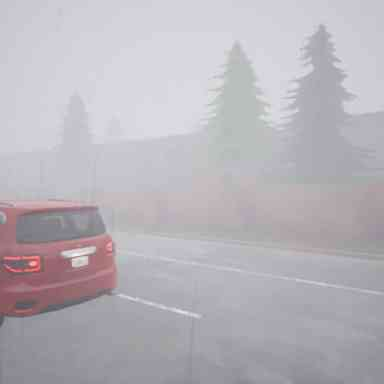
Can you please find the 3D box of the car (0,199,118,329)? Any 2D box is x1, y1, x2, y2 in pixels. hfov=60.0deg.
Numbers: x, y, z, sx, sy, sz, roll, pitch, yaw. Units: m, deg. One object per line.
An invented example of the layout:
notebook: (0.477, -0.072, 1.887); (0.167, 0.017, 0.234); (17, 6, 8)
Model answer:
car: (-3.950, 1.168, 6.811); (5.566, 2.045, 2.150); (1, 0, 35)
